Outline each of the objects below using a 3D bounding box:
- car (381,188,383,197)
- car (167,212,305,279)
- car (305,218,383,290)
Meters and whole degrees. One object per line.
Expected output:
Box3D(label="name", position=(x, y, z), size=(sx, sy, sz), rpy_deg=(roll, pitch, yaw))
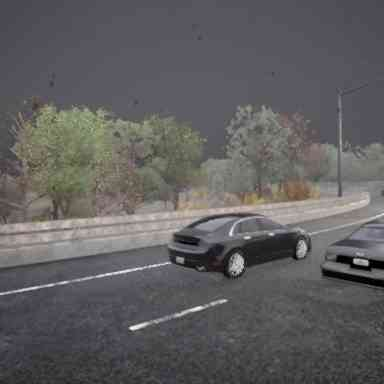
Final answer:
Box3D(label="car", position=(34.524, -0.162, 57.600), size=(2.150, 2.045, 5.566), rpy_deg=(-1, 1, 17))
Box3D(label="car", position=(1.560, 1.357, 9.670), size=(4.892, 1.490, 1.837), rpy_deg=(-2, 1, -40))
Box3D(label="car", position=(5.172, 1.346, 8.086), size=(5.357, 1.411, 2.033), rpy_deg=(-2, 1, -41))
